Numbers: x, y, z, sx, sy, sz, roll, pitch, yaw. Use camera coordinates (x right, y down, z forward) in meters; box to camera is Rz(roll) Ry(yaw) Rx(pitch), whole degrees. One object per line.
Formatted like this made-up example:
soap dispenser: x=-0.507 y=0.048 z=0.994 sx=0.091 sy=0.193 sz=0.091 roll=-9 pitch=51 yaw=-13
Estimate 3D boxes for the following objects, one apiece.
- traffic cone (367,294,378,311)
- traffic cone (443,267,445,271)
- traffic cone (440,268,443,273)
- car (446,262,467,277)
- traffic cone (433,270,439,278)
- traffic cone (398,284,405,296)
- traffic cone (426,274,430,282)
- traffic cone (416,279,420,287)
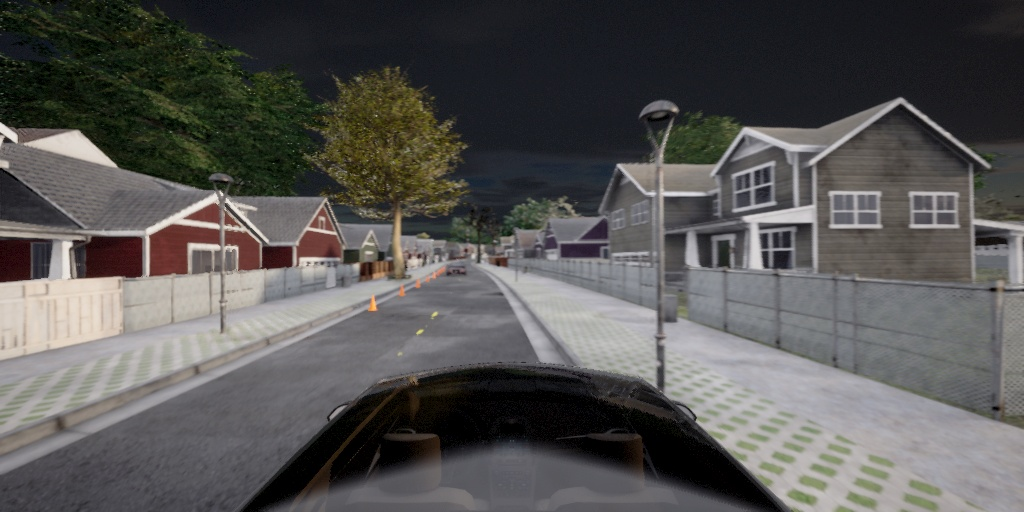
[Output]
traffic cone: x=-5.200 y=1.729 z=13.413 sx=0.340 sy=0.580 sz=0.340 roll=0 pitch=0 yaw=-5
traffic cone: x=-8.521 y=1.757 z=43.077 sx=0.340 sy=0.580 sz=0.340 roll=0 pitch=0 yaw=-8
traffic cone: x=-7.844 y=1.748 z=38.148 sx=0.340 sy=0.580 sz=0.340 roll=0 pitch=0 yaw=-8
car: x=-5.625 y=1.335 z=36.558 sx=1.994 sy=1.385 sz=4.181 roll=-1 pitch=0 yaw=-7
traffic cone: x=-7.217 y=1.739 z=33.212 sx=0.340 sy=0.580 sz=0.340 roll=0 pitch=0 yaw=-7
traffic cone: x=-5.630 y=1.727 z=18.370 sx=0.340 sy=0.580 sz=0.340 roll=0 pitch=0 yaw=-5
traffic cone: x=-6.638 y=1.732 z=28.271 sx=0.340 sy=0.580 sz=0.340 roll=0 pitch=0 yaw=-6
traffic cone: x=-6.109 y=1.728 z=23.322 sx=0.340 sy=0.580 sz=0.340 roll=0 pitch=0 yaw=-6
